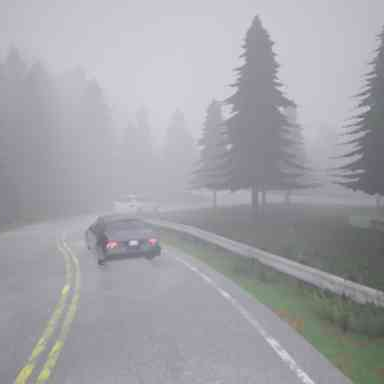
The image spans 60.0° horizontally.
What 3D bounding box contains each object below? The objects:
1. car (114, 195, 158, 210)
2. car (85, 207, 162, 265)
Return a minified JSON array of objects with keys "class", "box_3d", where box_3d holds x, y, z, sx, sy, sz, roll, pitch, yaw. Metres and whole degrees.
[{"class":"car","box_3d":[-5.025,1.268,30.445,2.150,2.045,5.566,1,1,19]},{"class":"car","box_3d":[-2.652,1.514,11.835,2.033,1.411,5.357,-3,1,-23]}]
